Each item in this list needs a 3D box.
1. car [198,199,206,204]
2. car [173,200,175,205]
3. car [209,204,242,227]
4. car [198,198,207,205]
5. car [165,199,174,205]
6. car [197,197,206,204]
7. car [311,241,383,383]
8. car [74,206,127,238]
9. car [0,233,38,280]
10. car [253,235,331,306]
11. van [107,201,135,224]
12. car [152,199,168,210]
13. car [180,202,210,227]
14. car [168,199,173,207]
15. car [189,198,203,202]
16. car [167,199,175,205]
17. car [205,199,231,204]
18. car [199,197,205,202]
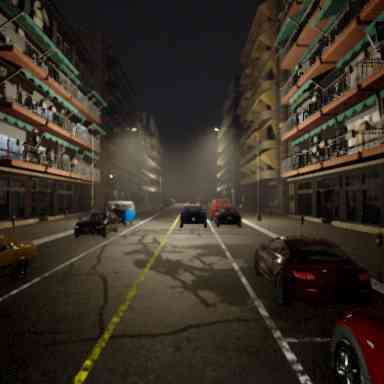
[{"bbox_3d":[2.583,2.493,85.764,1.802,1.307,4.206,1,-1,0],"label":"car"},{"bbox_3d":[-5.296,2.220,74.611,1.967,1.590,4.097,1,-1,0],"label":"car"},{"bbox_3d":[2.579,1.812,24.566,1.947,1.339,4.313,1,-1,0],"label":"car"},{"bbox_3d":[2.585,2.285,80.202,1.967,1.590,4.097,1,-1,0],"label":"car"},{"bbox_3d":[-5.296,2.368,80.002,1.752,1.417,4.829,1,-1,0],"label":"car"},{"bbox_3d":[2.587,2.293,91.332,2.192,1.841,5.009,1,-1,0],"label":"car"},{"bbox_3d":[2.578,1.463,2.316,1.967,1.590,4.097,1,-1,0],"label":"car"},{"bbox_3d":[-5.302,1.740,18.971,2.008,1.369,4.403,1,-1,0],"label":"car"},{"bbox_3d":[-5.302,1.600,7.673,1.752,1.417,4.829,1,-1,0],"label":"car"},{"bbox_3d":[2.577,1.659,7.875,1.802,1.307,4.206,1,-1,0],"label":"car"},{"bbox_3d":[-5.298,1.587,24.537,1.690,1.788,3.998,1,-1,0],"label":"van"},{"bbox_3d":[-5.298,2.059,52.185,1.752,1.417,4.829,1,-1,0],"label":"car"},{"bbox_3d":[0.103,1.727,24.932,1.882,1.535,5.008,0,-1,0],"label":"car"},{"bbox_3d":[-5.298,2.221,63.481,1.947,1.339,4.313,1,-1,0],"label":"car"},{"bbox_3d":[0.104,1.908,42.385,1.882,1.535,5.008,0,-1,0],"label":"car"},{"bbox_3d":[-5.296,2.433,85.566,1.752,1.417,4.829,1,-1,0],"label":"car"},{"bbox_3d":[2.583,1.618,30.133,2.192,1.841,5.009,1,-1,0],"label":"car"},{"bbox_3d":[2.583,2.244,69.245,1.752,1.417,4.829,1,-1,0],"label":"car"}]
